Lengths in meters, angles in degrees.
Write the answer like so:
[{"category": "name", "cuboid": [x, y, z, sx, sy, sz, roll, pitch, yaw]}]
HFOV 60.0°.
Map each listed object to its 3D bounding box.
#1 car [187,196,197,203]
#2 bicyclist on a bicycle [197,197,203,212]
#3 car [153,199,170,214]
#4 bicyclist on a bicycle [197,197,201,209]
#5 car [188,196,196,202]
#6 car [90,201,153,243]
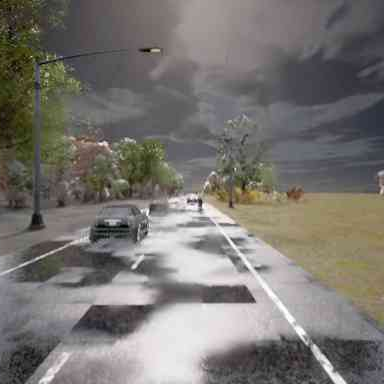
[{"category": "car", "cuboid": [0.020, 1.644, 69.825, 1.994, 1.385, 4.181, 0, 0, 0]}, {"category": "bicyclist on a bicycle", "cuboid": [0.974, 1.419, 37.529, 0.659, 1.776, 1.843, 0, 0, 0]}, {"category": "car", "cuboid": [-3.392, 1.523, 35.465, 1.882, 1.535, 5.008, 0, 0, 0]}, {"category": "bicyclist on a bicycle", "cuboid": [0.976, 1.512, 46.315, 0.582, 1.620, 1.656, 0, 0, 0]}, {"category": "car", "cuboid": [0.021, 1.691, 80.113, 1.895, 1.301, 4.718, 0, 0, 0]}, {"category": "car", "cuboid": [-3.396, 1.373, 16.392, 2.097, 1.767, 4.553, 0, 0, 0]}]
